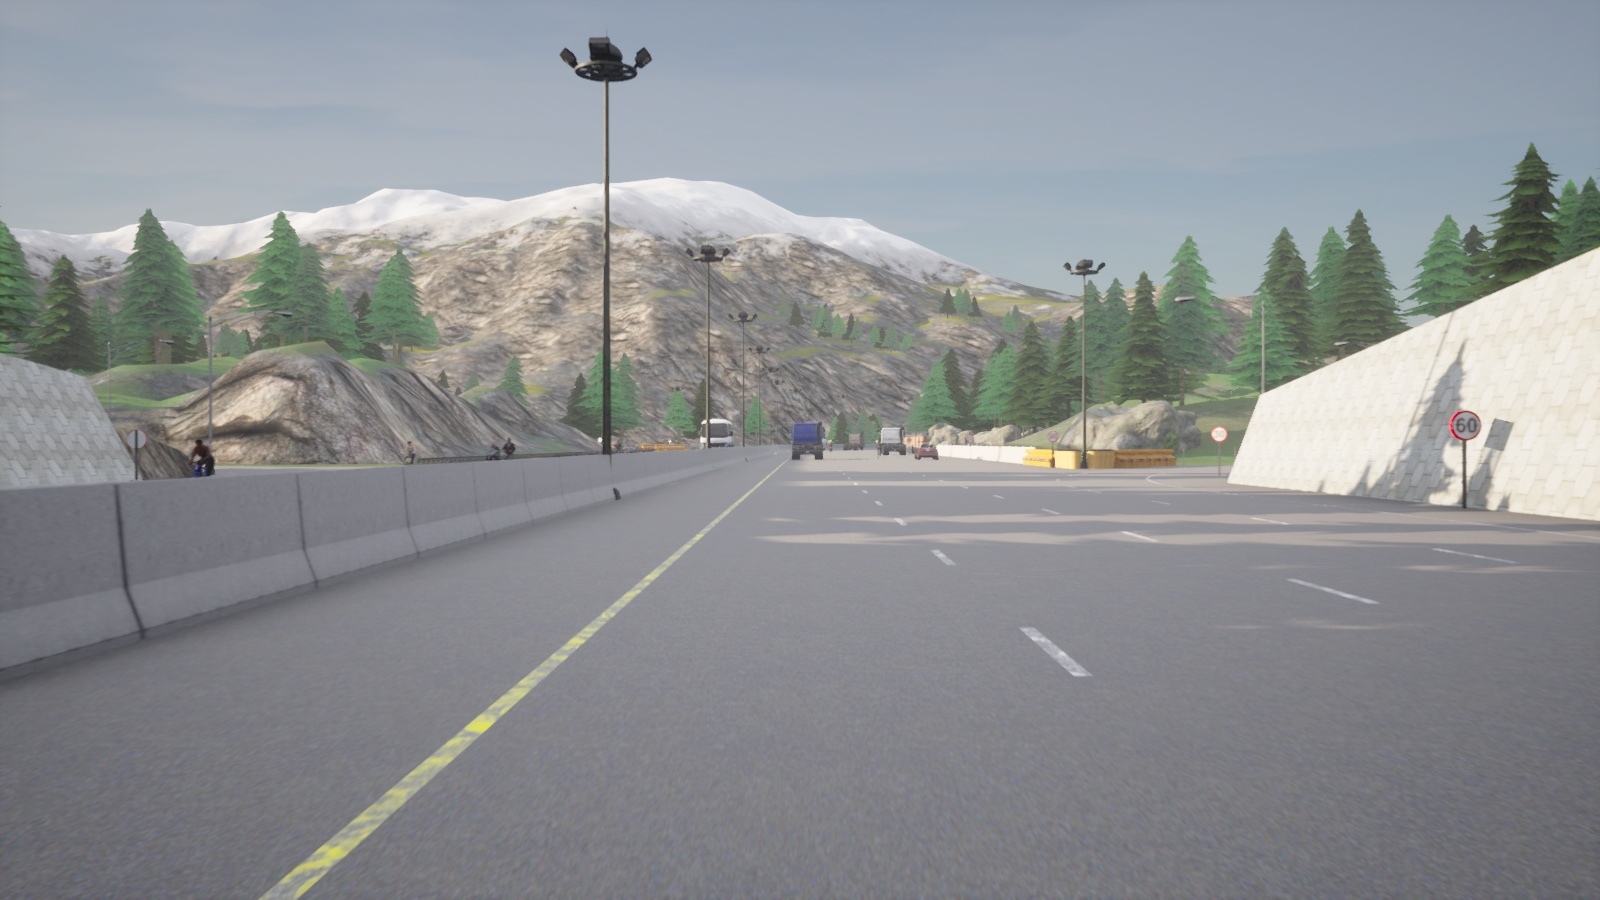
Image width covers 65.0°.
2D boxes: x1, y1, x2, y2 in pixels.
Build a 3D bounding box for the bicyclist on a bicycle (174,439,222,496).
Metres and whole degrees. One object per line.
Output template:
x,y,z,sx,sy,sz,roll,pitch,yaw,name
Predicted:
-17.280,0.482,36.084,0.582,1.620,1.656,0,1,0,bicyclist on a bicycle
